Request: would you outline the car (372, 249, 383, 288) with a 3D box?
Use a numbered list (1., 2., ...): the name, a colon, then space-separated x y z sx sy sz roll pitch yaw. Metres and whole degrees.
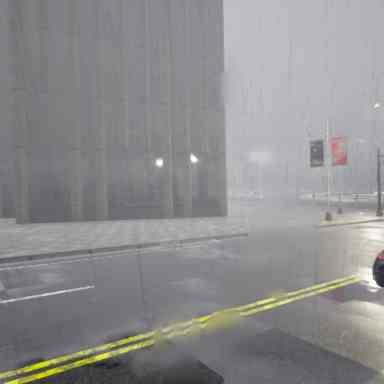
1. car: 6.163 1.557 7.917 4.181 1.385 1.994 0 0 -35
